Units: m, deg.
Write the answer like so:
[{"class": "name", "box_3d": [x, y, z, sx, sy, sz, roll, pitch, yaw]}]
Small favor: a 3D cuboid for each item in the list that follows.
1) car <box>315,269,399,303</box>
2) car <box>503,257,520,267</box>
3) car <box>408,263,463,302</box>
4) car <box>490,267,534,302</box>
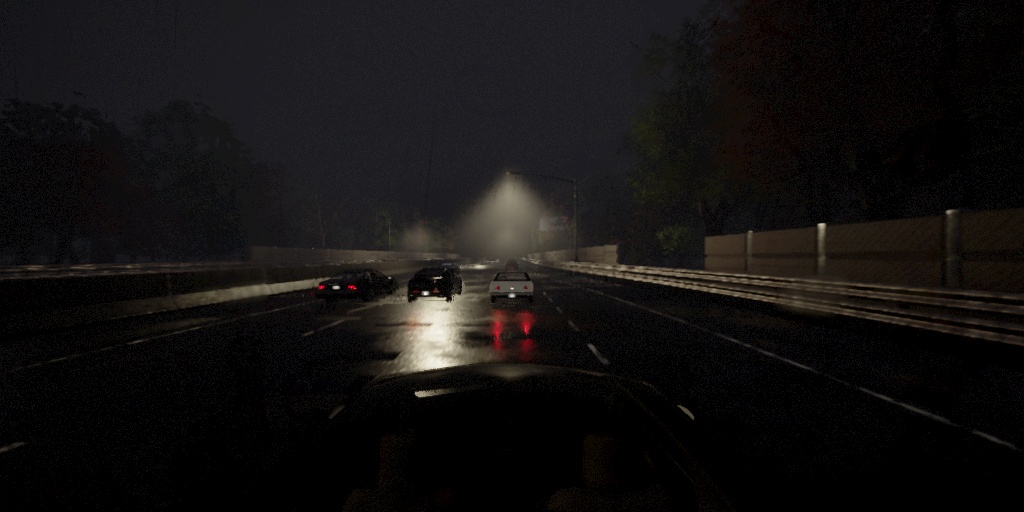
[{"class": "car", "box_3d": [-6.995, 1.306, 16.778, 2.033, 1.411, 5.357, 0, 0, 0]}, {"class": "car", "box_3d": [0.022, 1.282, 52.203, 1.837, 1.490, 4.892, 0, 0, 0]}, {"class": "car", "box_3d": [-3.492, 1.264, 16.924, 1.837, 1.490, 4.892, 0, 0, 0]}, {"class": "car", "box_3d": [0.006, 1.358, 17.056, 1.895, 1.301, 4.718, 0, 0, 0]}]
